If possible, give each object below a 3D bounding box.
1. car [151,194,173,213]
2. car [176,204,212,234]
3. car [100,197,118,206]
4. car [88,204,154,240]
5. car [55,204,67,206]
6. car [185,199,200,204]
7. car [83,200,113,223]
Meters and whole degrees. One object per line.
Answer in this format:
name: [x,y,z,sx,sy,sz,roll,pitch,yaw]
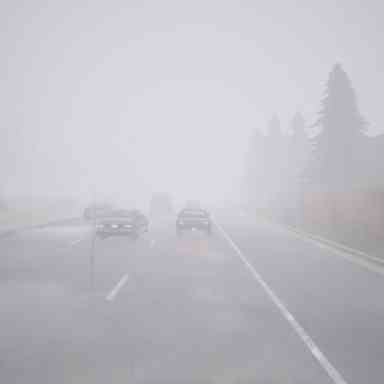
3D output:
car: [-3.417,1.230,37.721,2.150,2.045,5.566,0,0,-1]
car: [0.098,1.605,19.225,1.895,1.301,4.718,0,0,0]
car: [-14.068,1.578,56.390,1.994,1.385,4.181,0,0,0]
car: [-3.401,1.551,17.101,2.033,1.411,5.357,0,0,0]
car: [-17.524,1.558,46.946,2.033,1.411,5.357,0,0,0]
car: [0.098,1.574,41.370,1.994,1.385,4.181,0,0,0]
car: [-6.901,1.497,25.811,2.128,1.511,4.902,0,0,0]
